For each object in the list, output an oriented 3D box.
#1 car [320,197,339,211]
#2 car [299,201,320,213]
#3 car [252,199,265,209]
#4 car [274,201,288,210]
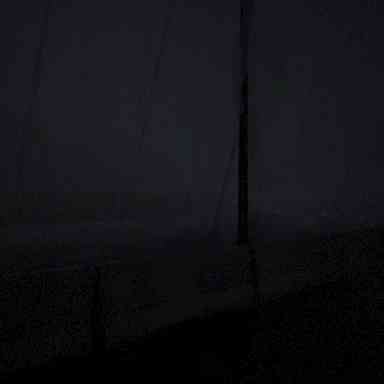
[{"bbox_3d":[20.696,1.821,50.461,2.150,2.045,5.566,0,-1,12],"label":"car"},{"bbox_3d":[15.473,1.993,44.544,2.128,1.511,4.902,0,0,17],"label":"car"},{"bbox_3d":[10.856,1.892,54.523,2.097,1.767,4.553,0,0,9],"label":"car"},{"bbox_3d":[14.100,2.106,52.976,2.033,1.411,5.357,0,0,11],"label":"car"}]
